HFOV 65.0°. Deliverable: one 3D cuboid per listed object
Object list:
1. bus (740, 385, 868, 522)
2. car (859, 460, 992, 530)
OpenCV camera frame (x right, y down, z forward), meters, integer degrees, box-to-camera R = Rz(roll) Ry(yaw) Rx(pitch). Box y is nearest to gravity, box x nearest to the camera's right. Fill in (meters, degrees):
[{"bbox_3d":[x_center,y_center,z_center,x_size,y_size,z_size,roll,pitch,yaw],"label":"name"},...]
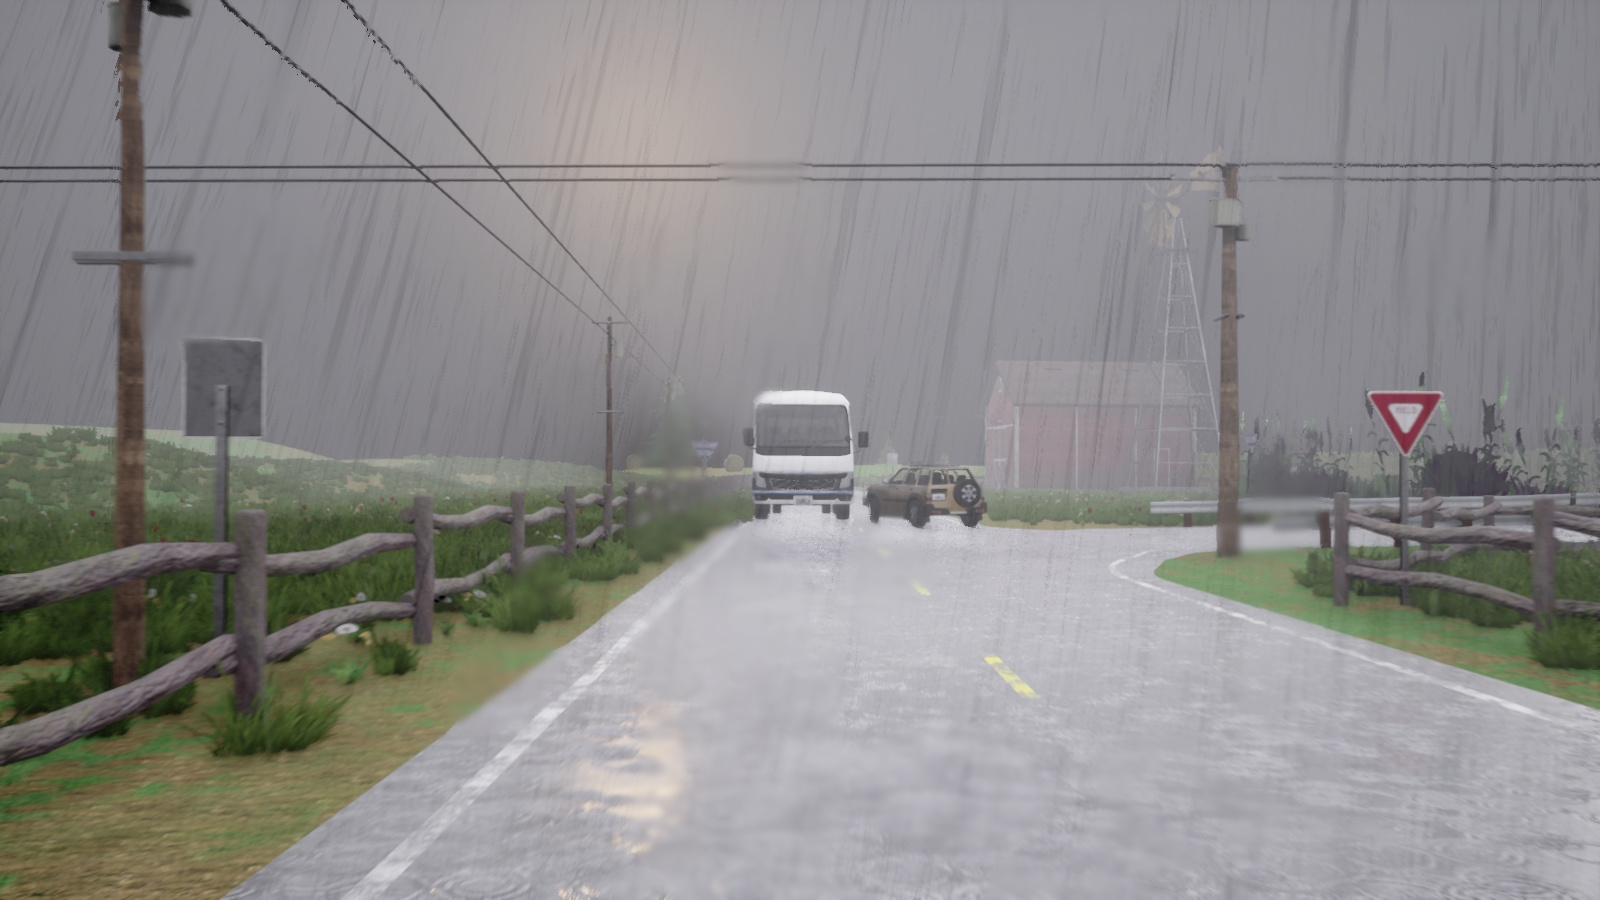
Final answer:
[{"bbox_3d":[0.096,0.194,44.041,3.944,4.253,10.273,0,-1,0],"label":"bus"},{"bbox_3d":[3.524,1.242,36.292,1.932,1.855,4.605,-1,0,-21],"label":"car"}]
